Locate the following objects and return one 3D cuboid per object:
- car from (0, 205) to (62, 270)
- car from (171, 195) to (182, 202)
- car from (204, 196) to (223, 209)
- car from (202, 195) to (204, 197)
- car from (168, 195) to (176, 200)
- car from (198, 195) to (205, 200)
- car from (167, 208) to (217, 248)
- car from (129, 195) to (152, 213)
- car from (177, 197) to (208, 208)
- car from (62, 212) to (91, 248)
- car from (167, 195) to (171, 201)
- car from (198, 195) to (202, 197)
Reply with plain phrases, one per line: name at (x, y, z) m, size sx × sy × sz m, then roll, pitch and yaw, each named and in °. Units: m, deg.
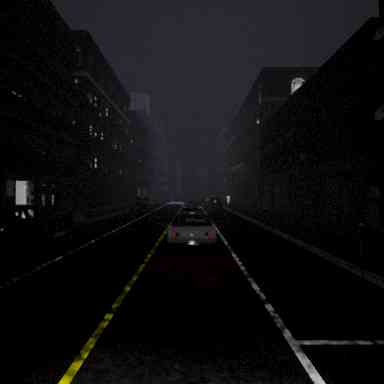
car at (-5.688, 1.314, 9.011) m, size 2.192 × 1.841 × 5.009 m, roll 0°, pitch 0°, yaw 0°
car at (-3.001, 1.411, 75.913) m, size 2.128 × 1.511 × 4.902 m, roll 0°, pitch 0°, yaw 0°
car at (3.112, 1.349, 46.155) m, size 2.097 × 1.767 × 4.553 m, roll 0°, pitch 0°, yaw 0°
car at (3.113, 1.348, 53.156) m, size 2.097 × 1.767 × 4.553 m, roll 0°, pitch 0°, yaw 0°
car at (-5.689, 1.538, 93.555) m, size 2.008 × 1.369 × 4.403 m, roll 0°, pitch 0°, yaw 0°
car at (2.693, 1.512, 93.720) m, size 1.752 × 1.417 × 4.829 m, roll 0°, pitch 0°, yaw 0°
car at (0.000, 1.616, 14.680) m, size 1.895 × 1.301 × 4.718 m, roll 0°, pitch 0°, yaw 0°
car at (-5.688, 1.313, 37.193) m, size 2.192 × 1.841 × 5.009 m, roll 0°, pitch 0°, yaw 0°
car at (0.000, 1.495, 29.649) m, size 2.128 × 1.511 × 4.902 m, roll 0°, pitch 0°, yaw 0°
car at (-5.690, 1.581, 14.647) m, size 1.802 × 1.307 × 4.206 m, roll 0°, pitch 0°, yaw 0°
car at (-5.689, 1.539, 87.918) m, size 2.008 × 1.369 × 4.403 m, roll 0°, pitch 0°, yaw 0°
car at (2.692, 1.543, 71.005) m, size 2.008 × 1.369 × 4.403 m, roll 0°, pitch 0°, yaw 0°
